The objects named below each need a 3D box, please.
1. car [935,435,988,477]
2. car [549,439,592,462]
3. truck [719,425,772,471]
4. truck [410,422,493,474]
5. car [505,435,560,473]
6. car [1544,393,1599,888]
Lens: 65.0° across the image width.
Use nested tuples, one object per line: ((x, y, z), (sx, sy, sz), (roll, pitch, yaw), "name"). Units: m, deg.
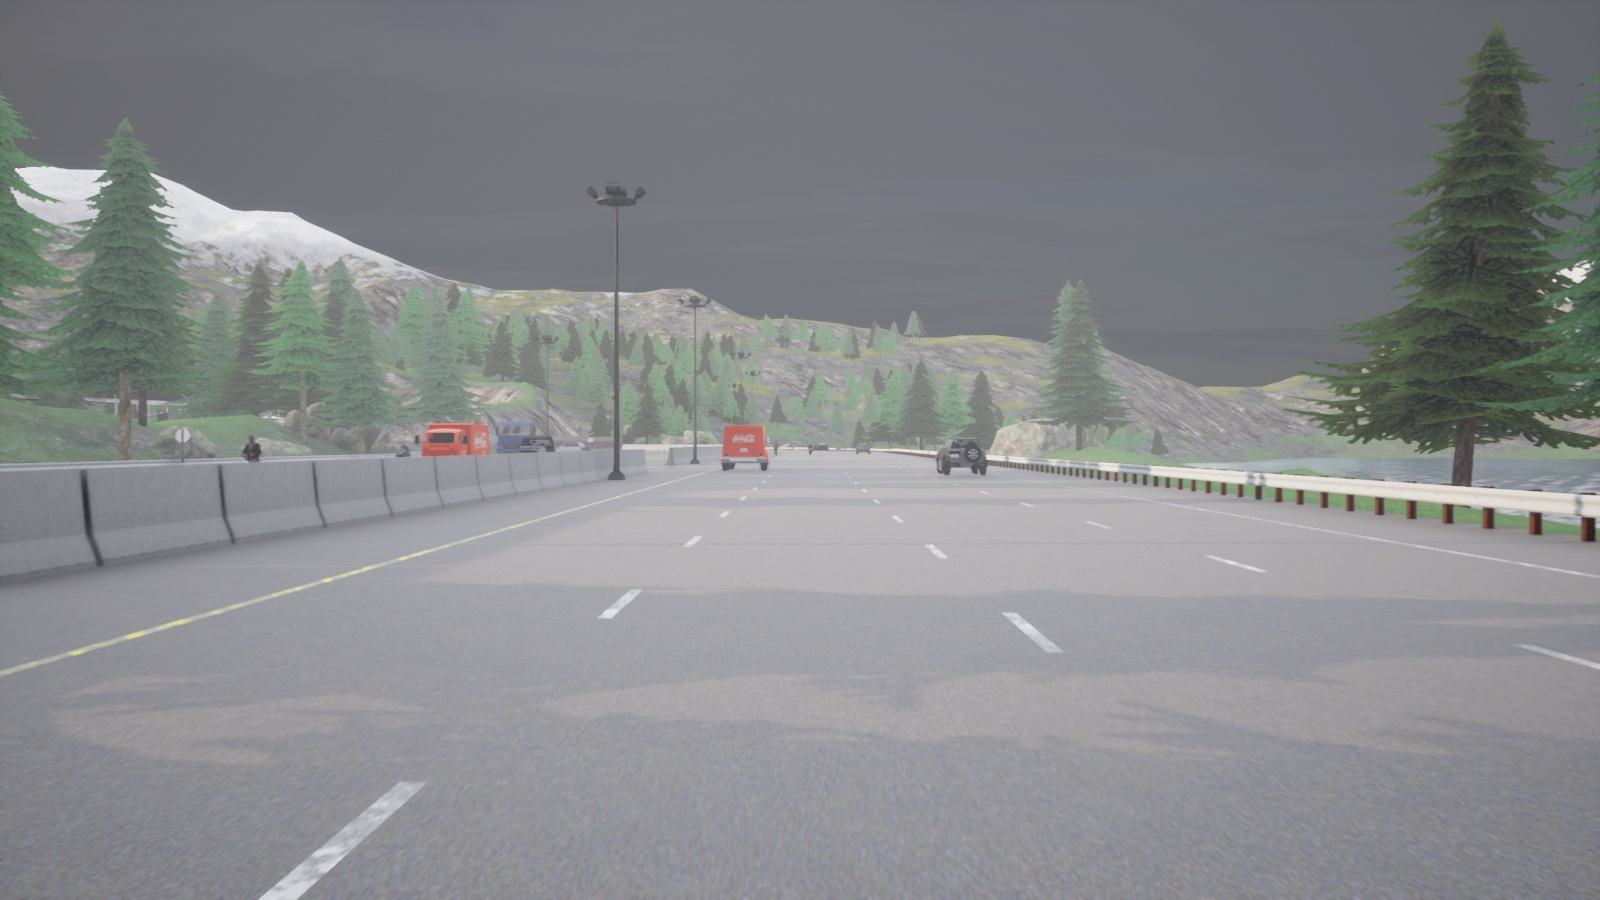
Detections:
((7.431, 0.241, 58.217), (1.932, 1.855, 4.605), (0, 0, 1), "car")
((-16.776, -0.007, 91.964), (2.152, 1.651, 5.027), (0, 0, 0), "car")
((-2.969, -0.136, 69.737), (2.627, 2.467, 5.204), (0, 0, 0), "truck")
((-17.040, -0.103, 61.693), (2.627, 2.467, 5.204), (0, 0, 0), "truck")
((-13.522, 0.172, 63.714), (1.905, 1.878, 3.866), (0, 0, 0), "car")
((3.530, 0.634, 2.412), (1.851, 1.617, 3.988), (0, 0, 0), "car")
